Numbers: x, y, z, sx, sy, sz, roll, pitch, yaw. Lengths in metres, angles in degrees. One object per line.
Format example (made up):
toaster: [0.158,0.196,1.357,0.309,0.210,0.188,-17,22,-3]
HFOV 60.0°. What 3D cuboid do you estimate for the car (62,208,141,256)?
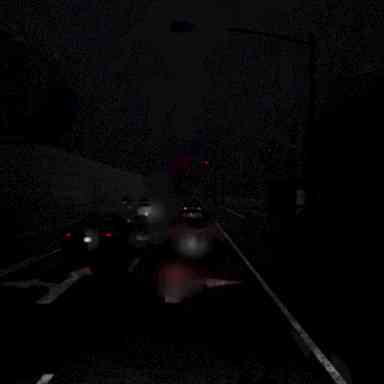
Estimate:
car: [-3.459,1.558,13.091,1.994,1.385,4.181,0,0,0]

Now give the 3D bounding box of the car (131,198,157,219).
car: [-4.009,1.510,28.461,1.812,1.442,4.674,0,0,-11]

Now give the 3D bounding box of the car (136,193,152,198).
car: [-10.512,1.485,72.849,1.812,1.442,4.674,0,0,0]

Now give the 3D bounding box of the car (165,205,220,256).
car: [0.039,1.485,13.045,2.128,1.511,4.902,0,0,1]

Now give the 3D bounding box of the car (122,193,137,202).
car: [-14.012,1.461,72.847,1.837,1.490,4.892,0,0,0]

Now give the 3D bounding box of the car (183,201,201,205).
car: [0.037,1.477,28.037,2.128,1.511,4.902,0,0,1]
